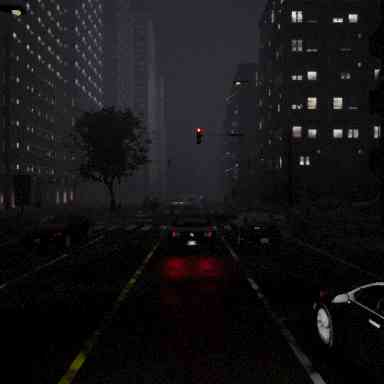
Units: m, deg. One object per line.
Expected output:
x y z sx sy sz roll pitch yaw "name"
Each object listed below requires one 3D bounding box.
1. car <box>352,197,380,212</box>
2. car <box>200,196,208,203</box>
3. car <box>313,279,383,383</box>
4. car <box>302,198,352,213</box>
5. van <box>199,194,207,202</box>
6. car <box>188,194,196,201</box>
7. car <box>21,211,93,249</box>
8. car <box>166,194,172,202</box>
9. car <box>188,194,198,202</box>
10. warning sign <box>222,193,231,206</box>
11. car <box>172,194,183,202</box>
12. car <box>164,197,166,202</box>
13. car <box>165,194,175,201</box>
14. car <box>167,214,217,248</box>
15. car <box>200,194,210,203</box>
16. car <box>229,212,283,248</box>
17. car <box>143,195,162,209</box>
18.822 1.255 33.959 4.829 1.417 1.752 -1 1 -1 "car"
2.689 1.592 74.671 1.752 1.417 4.829 0 0 0 "car"
2.689 1.550 3.432 2.008 1.369 4.403 0 0 0 "car"
13.425 1.356 33.904 4.403 1.369 2.008 -1 1 -1 "car"
2.688 1.418 80.024 1.690 1.788 3.998 0 0 0 "van"
0.000 1.417 86.630 1.882 1.535 5.008 0 0 0 "car"
-5.691 1.547 14.498 1.887 1.381 4.507 0 0 0 "car"
-5.692 1.643 80.024 1.947 1.339 4.313 0 0 0 "car"
-0.001 1.544 72.491 1.895 1.301 4.718 0 0 0 "car"
5.069 1.148 49.012 1.300 1.860 1.060 0 0 0 "warning sign"
-3.001 1.618 76.858 1.994 1.385 4.181 0 0 0 "car"
-5.692 1.602 52.410 1.947 1.339 4.313 0 0 0 "car"
-5.693 1.403 85.546 2.192 1.841 5.009 0 0 0 "car"
0.000 1.620 14.680 1.895 1.301 4.718 0 0 0 "car"
2.689 1.624 68.978 1.947 1.339 4.313 0 0 0 "car"
2.689 1.553 14.498 2.008 1.369 4.403 0 0 0 "car"
-5.692 1.345 46.887 2.192 1.841 5.009 0 0 0 "car"
